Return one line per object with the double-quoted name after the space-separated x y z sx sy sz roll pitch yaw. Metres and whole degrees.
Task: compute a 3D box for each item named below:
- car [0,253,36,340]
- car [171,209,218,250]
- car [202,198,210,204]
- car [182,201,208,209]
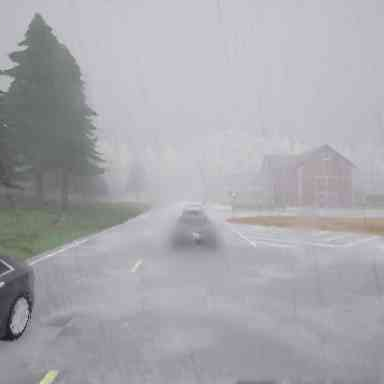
-3.597 1.538 3.830 1.837 1.490 4.892 0 -1 0 "car"
0.098 1.684 14.929 1.994 1.385 4.181 0 -1 0 "car"
2.961 2.048 72.832 1.816 1.474 4.193 -6 0 -2 "car"
0.091 1.745 26.815 1.812 1.442 4.674 0 0 0 "car"
